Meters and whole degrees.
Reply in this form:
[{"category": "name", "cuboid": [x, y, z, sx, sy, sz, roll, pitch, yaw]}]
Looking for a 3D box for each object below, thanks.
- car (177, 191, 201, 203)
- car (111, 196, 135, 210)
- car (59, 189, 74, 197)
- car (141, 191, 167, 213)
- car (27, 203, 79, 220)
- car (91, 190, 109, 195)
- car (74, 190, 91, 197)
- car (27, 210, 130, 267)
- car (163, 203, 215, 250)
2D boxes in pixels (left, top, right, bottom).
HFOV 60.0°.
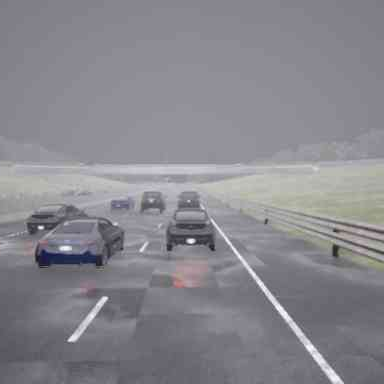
[{"category": "car", "cuboid": [-0.301, 0.917, 33.365, 2.150, 2.045, 5.566, 0, 1, -1]}, {"category": "car", "cuboid": [-7.329, 1.138, 35.586, 1.882, 1.535, 5.008, 0, 1, -1]}, {"category": "car", "cuboid": [-25.327, 0.232, 67.751, 1.882, 1.535, 5.008, 0, 2, -1]}, {"category": "car", "cuboid": [-3.813, 0.916, 33.374, 2.150, 2.045, 5.566, 0, 1, -1]}, {"category": "car", "cuboid": [-7.113, 1.387, 18.007, 1.837, 1.490, 4.892, 0, 1, -1]}, {"category": "car", "cuboid": [-18.327, 0.279, 67.839, 2.128, 1.511, 4.902, 0, 2, -1]}, {"category": "car", "cuboid": [-21.827, 0.350, 67.768, 1.895, 1.301, 4.718, 0, 2, -1]}, {"category": "car", "cuboid": [-3.530, 1.516, 11.225, 1.994, 1.385, 4.181, 0, 0, -1]}, {"category": "car", "cuboid": [-0.063, 1.432, 14.024, 1.837, 1.490, 4.892, 0, 1, -1]}]
